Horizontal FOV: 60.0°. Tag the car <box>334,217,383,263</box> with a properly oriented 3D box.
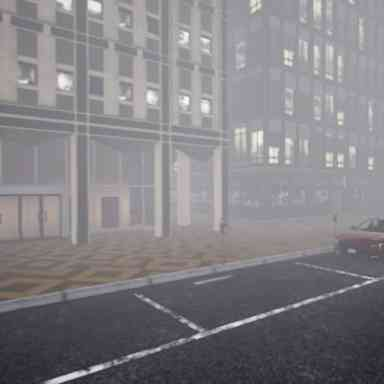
[{"bbox_3d":[6.628,1.520,11.297,4.507,1.381,1.887,0,0,-36],"label":"car"}]
